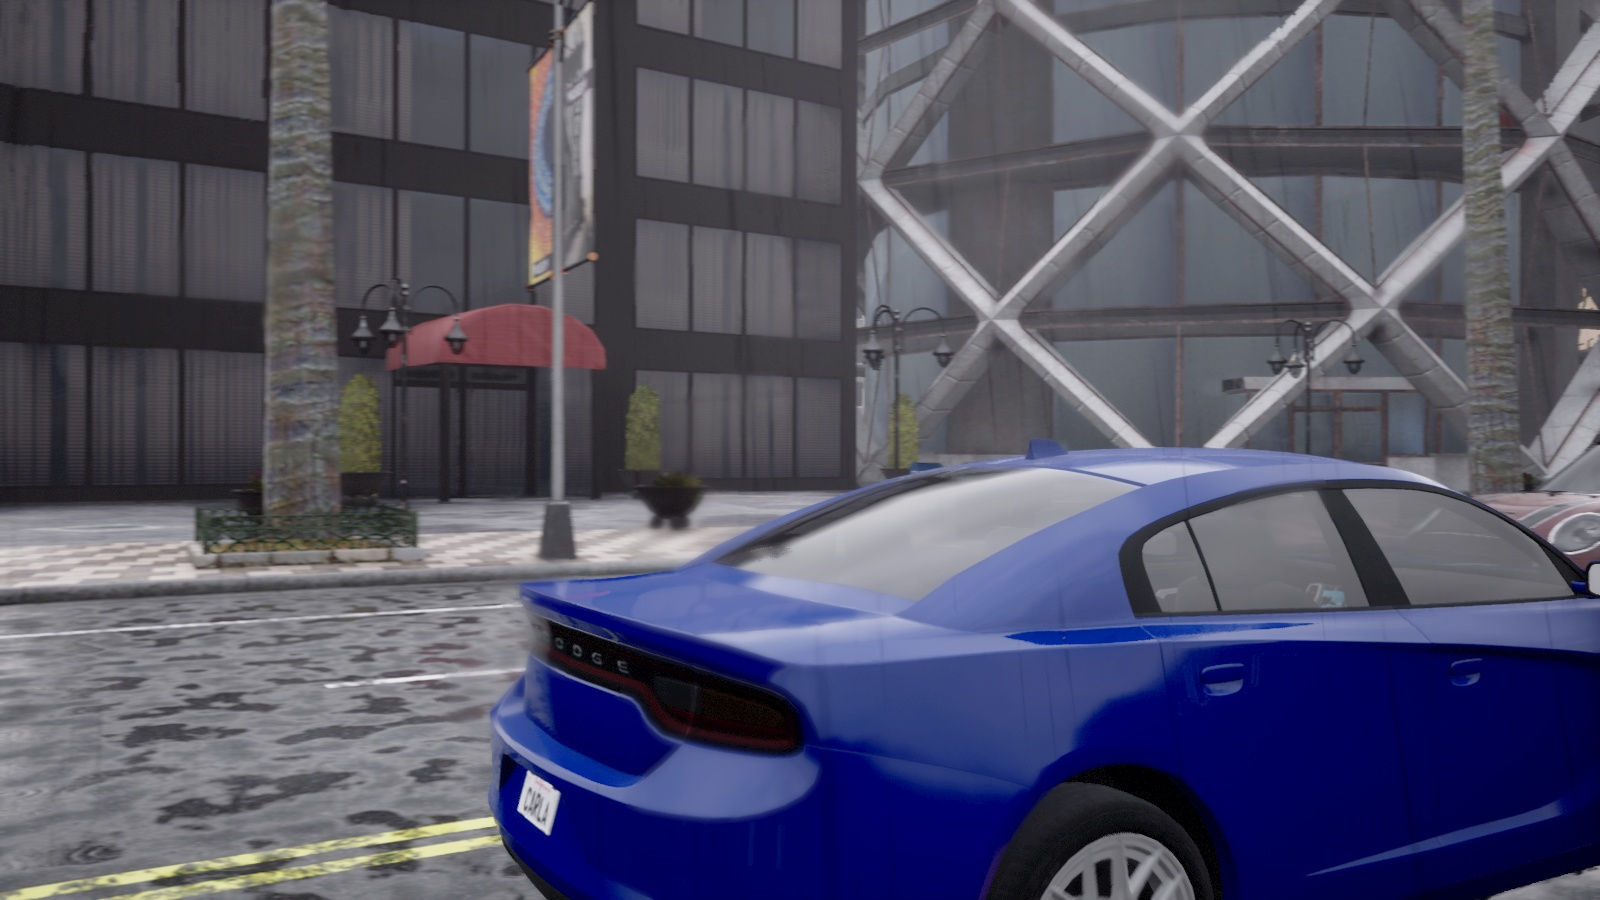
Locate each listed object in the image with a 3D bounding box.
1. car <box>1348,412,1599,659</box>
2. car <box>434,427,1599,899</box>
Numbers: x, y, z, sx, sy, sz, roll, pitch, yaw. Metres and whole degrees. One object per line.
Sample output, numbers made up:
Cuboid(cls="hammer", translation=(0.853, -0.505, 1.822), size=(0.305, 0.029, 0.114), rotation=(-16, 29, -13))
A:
Cuboid(cls="car", translation=(7.259, 0.608, 10.531), size=(4.553, 1.767, 2.097), rotation=(0, 0, -14))
Cuboid(cls="car", translation=(1.490, 0.726, 4.379), size=(5.008, 1.535, 1.882), rotation=(0, 0, -30))
